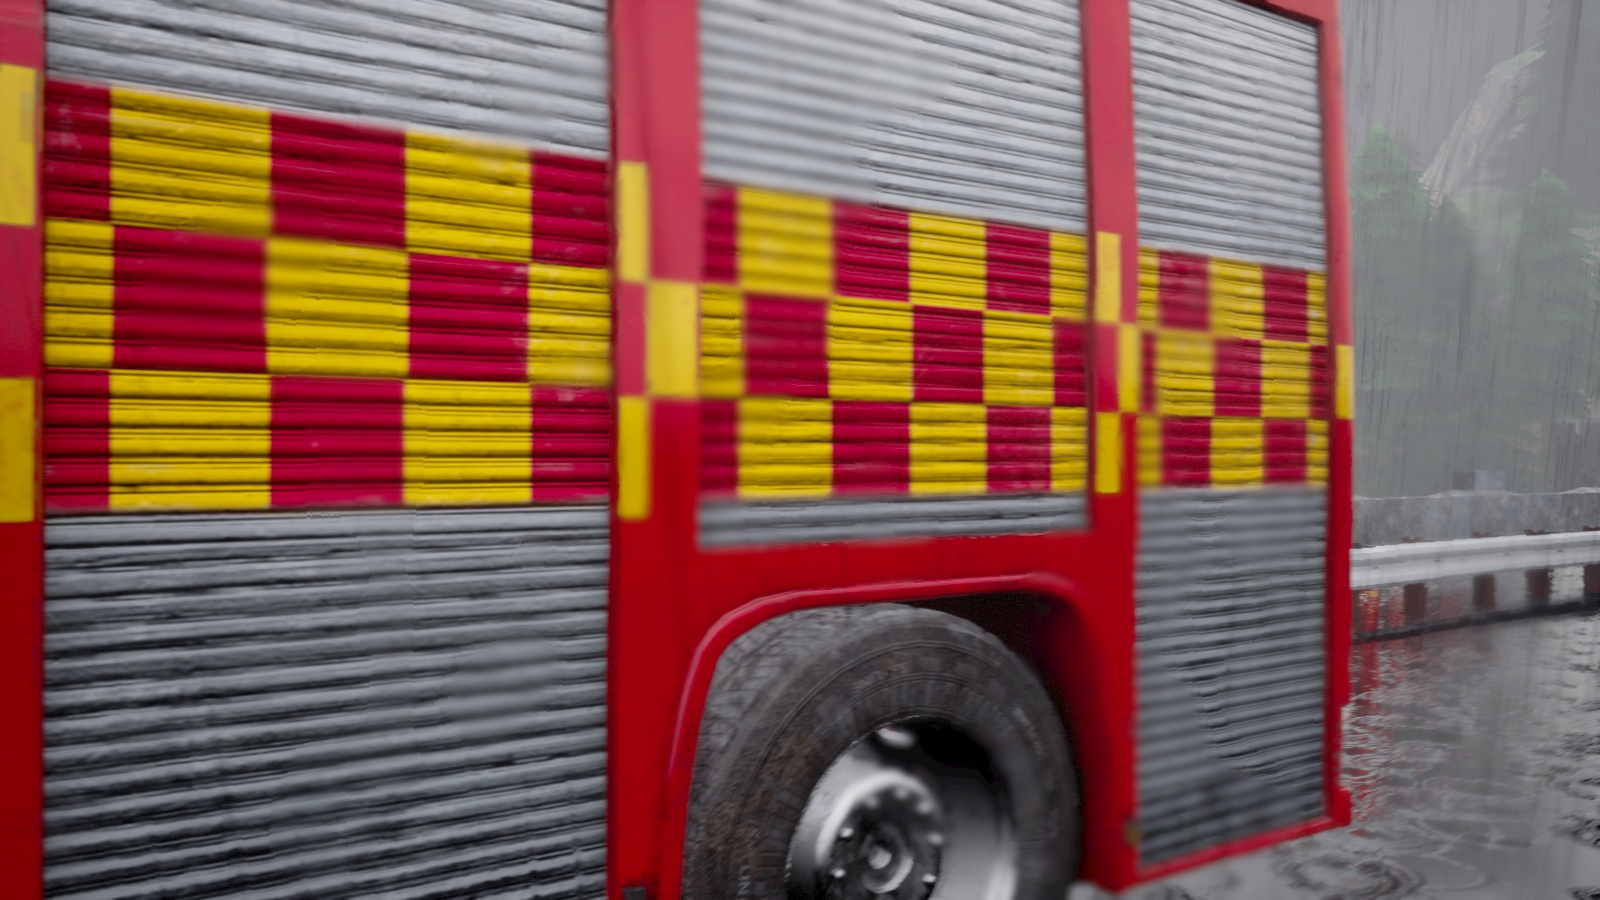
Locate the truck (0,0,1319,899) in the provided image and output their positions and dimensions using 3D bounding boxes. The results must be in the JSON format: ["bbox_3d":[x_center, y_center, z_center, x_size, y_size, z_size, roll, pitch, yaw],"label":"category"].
[{"bbox_3d":[-2.850,-0.408,2.290,8.468,3.827,2.891,0,0,-35],"label":"truck"}]
